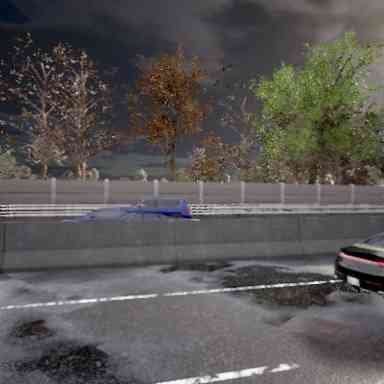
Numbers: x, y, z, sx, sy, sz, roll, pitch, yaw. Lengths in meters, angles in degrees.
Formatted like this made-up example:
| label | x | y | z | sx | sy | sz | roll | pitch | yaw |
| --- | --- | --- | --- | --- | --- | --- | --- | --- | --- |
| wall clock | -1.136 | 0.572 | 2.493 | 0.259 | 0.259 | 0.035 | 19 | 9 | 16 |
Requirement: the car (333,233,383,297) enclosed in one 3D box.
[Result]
| label | x | y | z | sx | sy | sz | roll | pitch | yaw |
| --- | --- | --- | --- | --- | --- | --- | --- | --- | --- |
| car | 5.552 | 1.587 | 7.349 | 4.902 | 1.511 | 2.128 | 0 | -1 | -16 |

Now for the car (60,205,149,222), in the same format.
| label | x | y | z | sx | sy | sz | roll | pitch | yaw |
| --- | --- | --- | --- | --- | --- | --- | --- | --- | --- |
| car | -5.075 | 1.663 | 19.029 | 4.674 | 1.442 | 1.812 | 0 | -1 | -16 |

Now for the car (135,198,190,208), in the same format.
| label | x | y | z | sx | sy | sz | roll | pitch | yaw |
| --- | --- | --- | --- | --- | --- | --- | --- | --- | --- |
| car | -2.808 | 1.409 | 23.346 | 5.566 | 2.045 | 2.150 | 0 | -1 | -16 |

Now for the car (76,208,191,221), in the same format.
| label | x | y | z | sx | sy | sz | roll | pitch | yaw |
| --- | --- | --- | --- | --- | --- | --- | --- | --- | --- |
| car | -2.604 | 1.673 | 16.119 | 5.357 | 1.411 | 2.033 | 0 | -1 | -16 |
